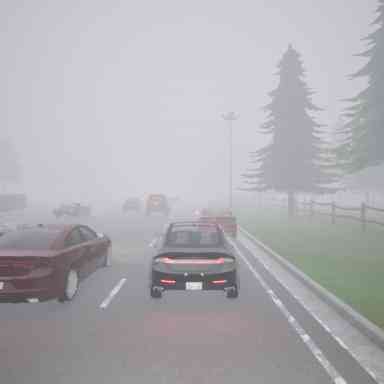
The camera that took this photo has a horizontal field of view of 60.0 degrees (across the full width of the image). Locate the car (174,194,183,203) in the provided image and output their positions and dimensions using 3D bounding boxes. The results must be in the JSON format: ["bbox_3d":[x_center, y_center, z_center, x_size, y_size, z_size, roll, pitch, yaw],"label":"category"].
[{"bbox_3d":[-3.363,1.502,67.225,1.837,1.490,4.892,0,0,0],"label":"car"}]

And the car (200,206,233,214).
[{"bbox_3d":[1.234,1.477,17.799,1.882,1.535,5.008,0,0,0],"label":"car"}]

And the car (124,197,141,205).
[{"bbox_3d":[-10.368,1.543,58.376,2.033,1.411,5.357,0,0,0],"label":"car"}]

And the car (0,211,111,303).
[{"bbox_3d":[-3.396,1.477,8.267,1.882,1.535,5.008,0,0,0],"label":"car"}]

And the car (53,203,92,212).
[{"bbox_3d":[-10.384,1.599,29.321,1.895,1.301,4.718,0,0,0],"label":"car"}]

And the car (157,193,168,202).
[{"bbox_3d":[-6.956,1.220,78.573,2.150,2.045,5.566,0,0,0],"label":"car"}]

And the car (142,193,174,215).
[{"bbox_3d":[-3.381,1.219,34.072,2.150,2.045,5.566,0,0,0],"label":"car"}]

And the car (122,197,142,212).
[{"bbox_3d":[-6.879,1.489,39.096,2.128,1.511,4.902,0,0,0],"label":"car"}]

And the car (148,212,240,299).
[{"bbox_3d":[0.057,1.491,8.457,2.128,1.511,4.902,0,0,0],"label":"car"}]
